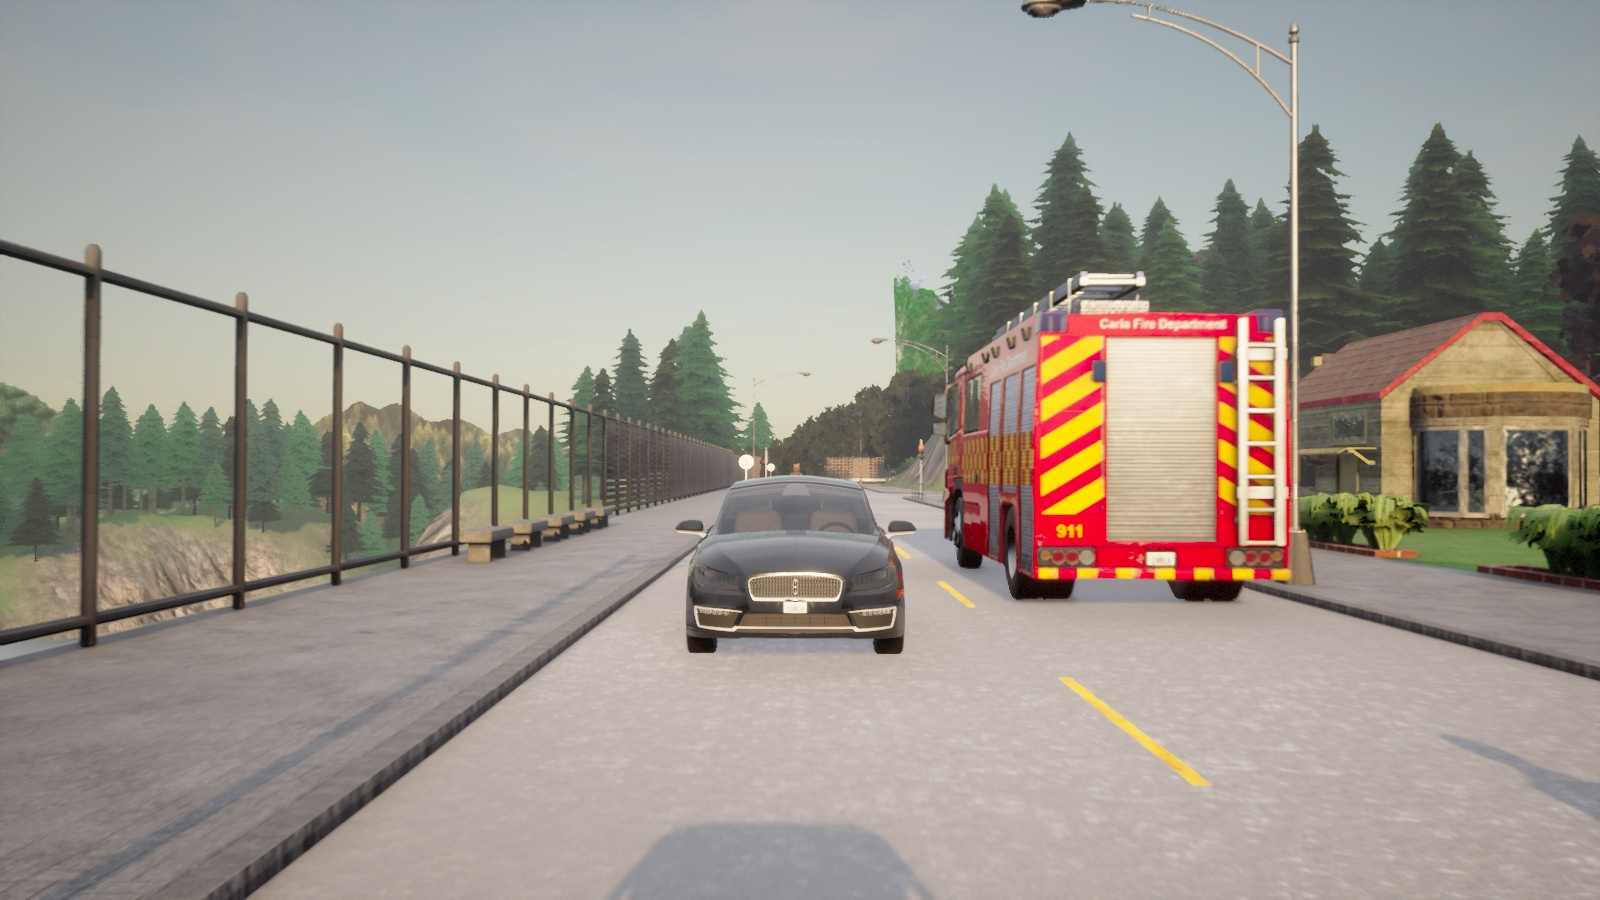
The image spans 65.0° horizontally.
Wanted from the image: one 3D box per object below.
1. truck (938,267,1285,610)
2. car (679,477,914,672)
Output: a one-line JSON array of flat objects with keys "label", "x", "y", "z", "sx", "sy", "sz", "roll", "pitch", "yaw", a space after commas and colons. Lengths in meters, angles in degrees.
[{"label": "truck", "x": 3.947, "y": -0.060, "z": 18.265, "sx": 2.891, "sy": 3.827, "sz": 8.468, "roll": 0, "pitch": -1, "yaw": 0}, {"label": "car", "x": -0.032, "y": 1.025, "z": 12.278, "sx": 1.837, "sy": 1.490, "sz": 4.892, "roll": 0, "pitch": -1, "yaw": 0}]
